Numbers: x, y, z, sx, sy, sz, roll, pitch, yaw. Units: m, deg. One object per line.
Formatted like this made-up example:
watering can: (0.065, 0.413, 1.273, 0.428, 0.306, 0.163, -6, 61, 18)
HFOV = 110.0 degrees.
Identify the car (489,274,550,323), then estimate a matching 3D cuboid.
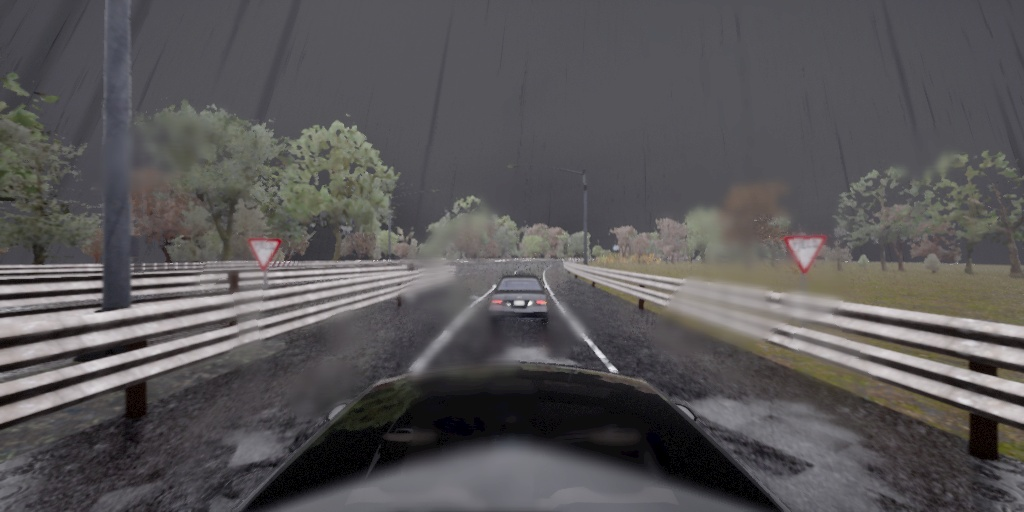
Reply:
car: (0.270, 1.327, 12.227, 2.033, 1.411, 5.357, 0, 0, 2)
